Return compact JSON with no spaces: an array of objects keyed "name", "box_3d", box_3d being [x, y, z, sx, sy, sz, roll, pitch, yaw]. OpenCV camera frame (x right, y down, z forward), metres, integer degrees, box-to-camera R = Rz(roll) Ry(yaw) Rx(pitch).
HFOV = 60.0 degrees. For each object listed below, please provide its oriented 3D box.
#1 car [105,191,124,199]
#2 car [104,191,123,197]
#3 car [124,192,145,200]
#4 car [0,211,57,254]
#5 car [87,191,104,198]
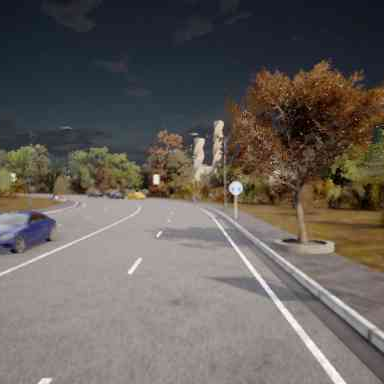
[{"name":"car","box_3d":[-15.058,0.746,66.071,1.994,1.385,4.181,0,1,-37]},{"name":"car","box_3d":[-17.685,0.505,74.803,4.718,1.301,1.895,1,1,43]},{"name":"car","box_3d":[-11.185,0.702,66.647,1.882,1.535,5.008,0,1,-37]},{"name":"car","box_3d":[-7.077,1.516,13.547,1.812,1.442,4.674,0,0,0]},{"name":"car","box_3d":[-21.390,0.483,73.554,4.181,1.385,1.994,1,1,43]}]
